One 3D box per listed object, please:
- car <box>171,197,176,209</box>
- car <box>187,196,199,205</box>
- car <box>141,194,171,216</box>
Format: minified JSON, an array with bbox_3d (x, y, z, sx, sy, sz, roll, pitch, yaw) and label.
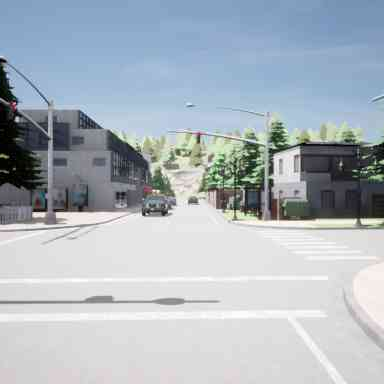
[{"bbox_3d":[-3.538,1.491,43.106,2.128,1.511,4.902,0,0,0],"label":"car"},{"bbox_3d":[0.185,1.505,59.556,1.837,1.490,4.892,0,0,0],"label":"car"},{"bbox_3d":[-3.555,1.221,32.699,2.150,2.045,5.566,0,0,0],"label":"car"}]
